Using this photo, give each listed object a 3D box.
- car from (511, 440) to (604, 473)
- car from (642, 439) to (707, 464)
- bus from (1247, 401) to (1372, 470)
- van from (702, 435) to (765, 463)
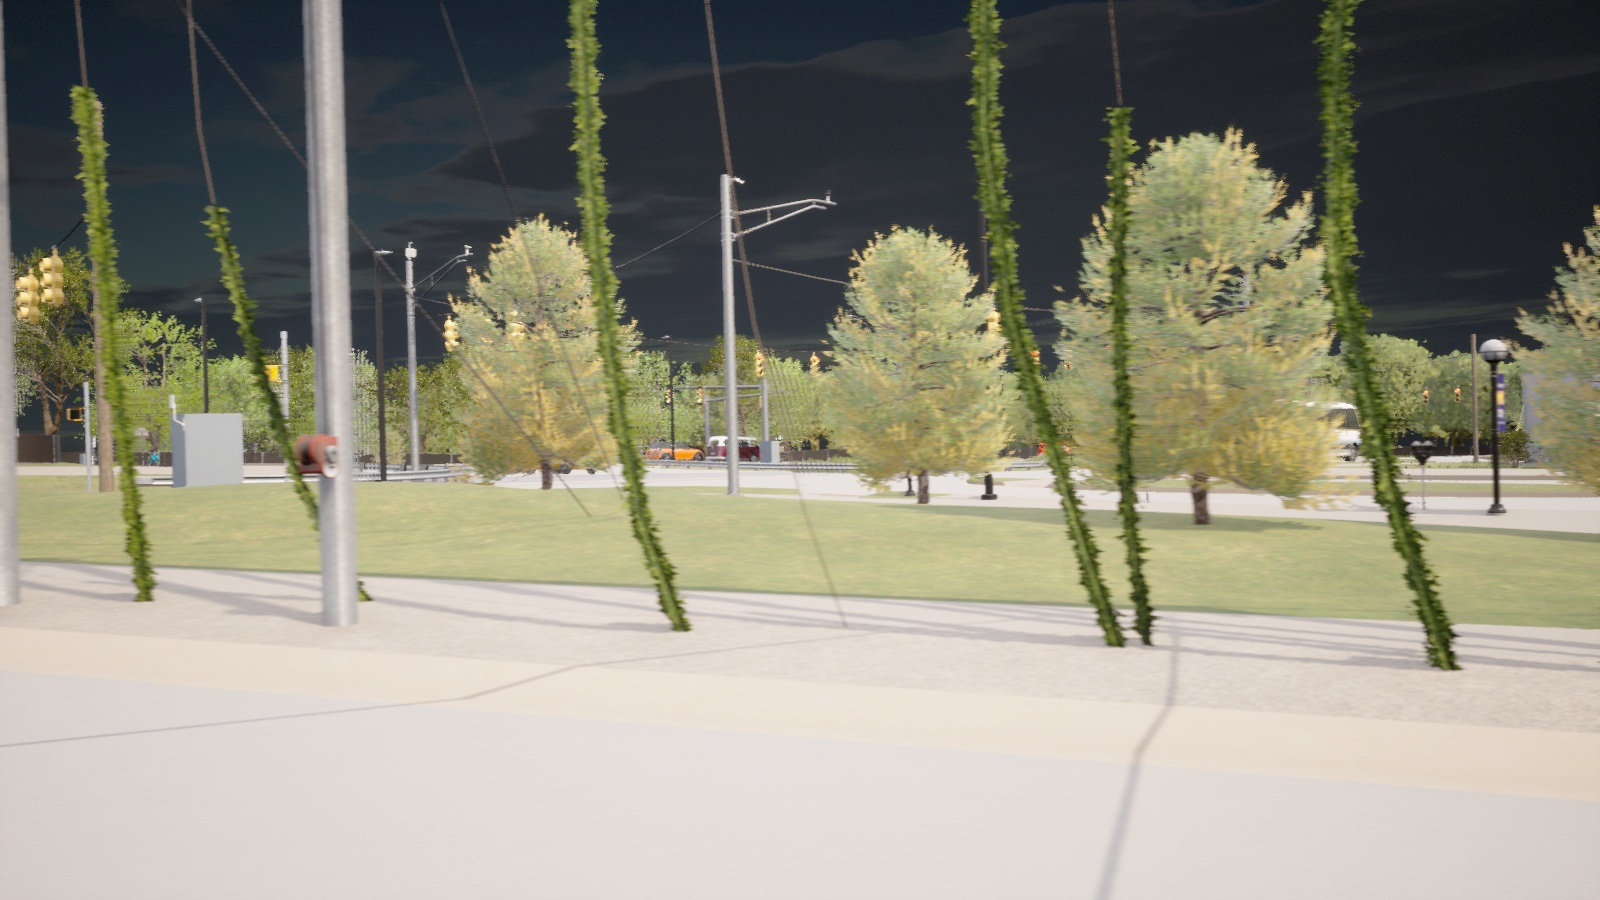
[{"bbox_3d":[-12.165,0.335,62.759,5.366,1.575,1.801,-1,0,43],"label":"car"},{"bbox_3d":[-9.308,0.120,93.569,2.097,1.767,4.553,-1,-1,44],"label":"car"},{"bbox_3d":[33.815,-0.898,83.042,3.944,4.253,10.273,-1,0,45],"label":"bus"},{"bbox_3d":[-4.893,-0.028,93.077,2.069,2.038,4.480,-1,-1,44],"label":"van"}]
